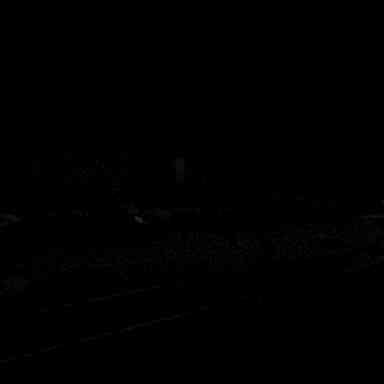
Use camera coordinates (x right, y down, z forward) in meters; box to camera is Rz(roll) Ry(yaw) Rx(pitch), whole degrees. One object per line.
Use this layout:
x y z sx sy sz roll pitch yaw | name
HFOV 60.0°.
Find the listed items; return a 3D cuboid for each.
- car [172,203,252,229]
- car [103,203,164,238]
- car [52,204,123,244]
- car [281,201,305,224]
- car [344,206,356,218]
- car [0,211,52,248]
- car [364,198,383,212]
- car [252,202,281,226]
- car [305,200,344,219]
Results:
0.997 1.502 21.460 4.892 1.521 2.231 -1 0 32 | car
-3.699 1.376 17.868 4.553 1.767 2.185 -1 -1 33 | car
-6.028 1.503 16.067 5.008 1.535 2.097 -1 0 34 | car
5.604 1.507 25.170 4.892 1.521 2.231 -1 0 31 | car
12.406 1.531 30.873 5.008 1.535 2.097 -1 -1 30 | car
-8.406 1.547 14.321 4.674 1.452 2.002 -1 -1 34 | car
23.776 1.673 40.458 5.008 1.535 2.097 0 -1 30 | car
3.308 1.504 23.304 4.892 1.521 2.231 -1 0 32 | car
10.140 1.520 28.965 5.008 1.535 2.097 -1 -1 30 | car
